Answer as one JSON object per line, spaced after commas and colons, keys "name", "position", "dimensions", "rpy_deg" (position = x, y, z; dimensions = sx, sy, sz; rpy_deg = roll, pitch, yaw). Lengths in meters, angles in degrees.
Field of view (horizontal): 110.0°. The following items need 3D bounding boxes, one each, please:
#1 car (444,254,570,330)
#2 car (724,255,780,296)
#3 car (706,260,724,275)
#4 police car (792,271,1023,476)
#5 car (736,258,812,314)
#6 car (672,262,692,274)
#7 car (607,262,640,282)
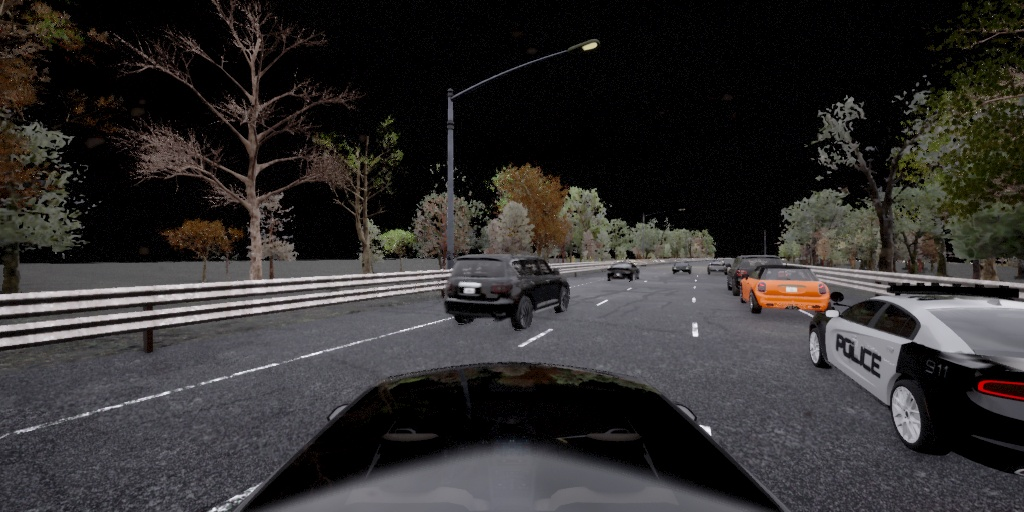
{"name": "car", "position": [0.113, 0.972, 11.496], "dimensions": [2.150, 2.045, 5.566], "rpy_deg": [0, 0, 26]}
{"name": "car", "position": [12.671, 0.978, 18.754], "dimensions": [2.150, 2.045, 5.566], "rpy_deg": [0, 0, 27]}
{"name": "car", "position": [22.503, 1.261, 39.304], "dimensions": [2.128, 1.511, 4.902], "rpy_deg": [0, 0, 29]}
{"name": "police car", "position": [5.614, 1.175, 4.707], "dimensions": [1.930, 1.638, 5.238], "rpy_deg": [0, 0, 26]}
{"name": "car", "position": [9.951, 1.102, 13.423], "dimensions": [2.097, 1.767, 4.553], "rpy_deg": [0, 0, 27]}
{"name": "car", "position": [19.393, 1.369, 40.789], "dimensions": [1.895, 1.301, 4.718], "rpy_deg": [0, 0, 29]}
{"name": "car", "position": [9.108, 1.234, 29.064], "dimensions": [1.882, 1.535, 5.008], "rpy_deg": [0, 0, 28]}
